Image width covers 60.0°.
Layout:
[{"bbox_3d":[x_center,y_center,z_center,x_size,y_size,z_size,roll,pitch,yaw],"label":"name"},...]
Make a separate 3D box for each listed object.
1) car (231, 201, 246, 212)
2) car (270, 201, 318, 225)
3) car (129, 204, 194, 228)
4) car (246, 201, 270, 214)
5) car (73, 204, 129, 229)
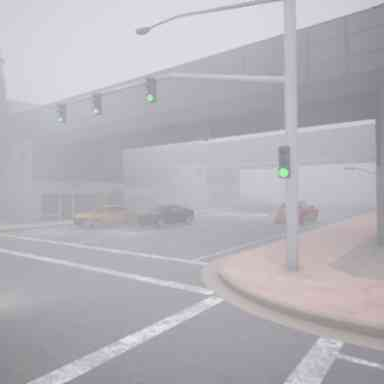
[{"bbox_3d":[6.685,1.803,41.458,1.895,1.301,4.718,-1,0,36],"label":"car"},{"bbox_3d":[8.022,1.437,25.294,2.097,1.767,4.553,-1,0,36],"label":"car"},{"bbox_3d":[-1.818,1.646,23.831,1.882,1.535,5.008,-1,0,36],"label":"car"},{"bbox_3d":[8.315,1.727,37.752,1.994,1.385,4.181,-1,0,36],"label":"car"},{"bbox_3d":[-6.101,1.686,23.891,1.882,1.535,5.008,-1,0,36],"label":"car"}]
